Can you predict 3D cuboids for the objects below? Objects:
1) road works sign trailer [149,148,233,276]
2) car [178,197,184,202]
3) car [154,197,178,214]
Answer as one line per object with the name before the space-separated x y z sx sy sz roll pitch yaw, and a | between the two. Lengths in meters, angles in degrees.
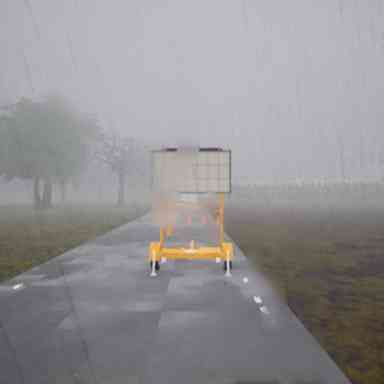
road works sign trailer | -0.004 0.452 10.273 2.380 3.560 2.880 0 0 1
car | -2.823 1.868 76.969 1.895 1.301 4.718 0 0 0
car | -2.884 1.412 35.809 2.097 1.767 4.553 0 0 0
